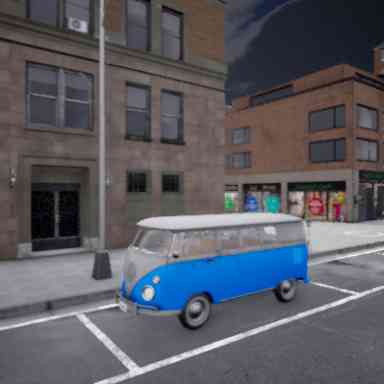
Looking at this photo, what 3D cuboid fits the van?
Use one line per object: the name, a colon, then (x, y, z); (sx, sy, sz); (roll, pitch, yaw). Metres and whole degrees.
van: (0.591, 1.342, 6.634); (3.998, 1.788, 1.690); (0, 0, -35)
